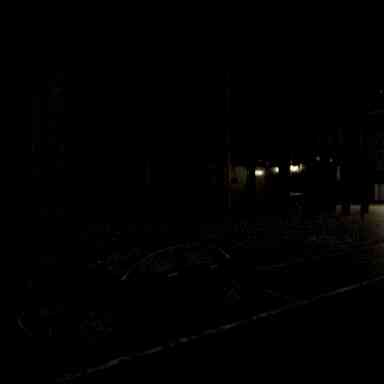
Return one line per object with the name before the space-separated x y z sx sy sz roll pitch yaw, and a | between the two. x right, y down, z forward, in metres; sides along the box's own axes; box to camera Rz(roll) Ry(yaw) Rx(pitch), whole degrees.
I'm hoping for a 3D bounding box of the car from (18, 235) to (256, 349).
car | -0.740 1.541 6.138 4.403 1.369 2.008 0 0 -36
